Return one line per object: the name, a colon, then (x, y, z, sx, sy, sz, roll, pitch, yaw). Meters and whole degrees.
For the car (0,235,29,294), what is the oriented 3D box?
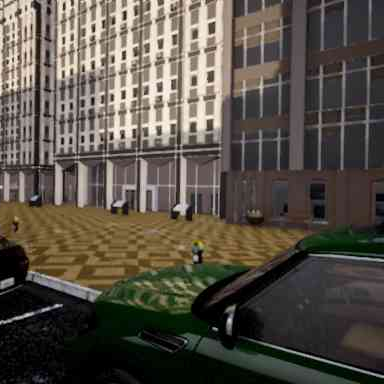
car: (-5.636, 1.300, 6.443, 4.892, 1.490, 1.837, 2, 1, 13)

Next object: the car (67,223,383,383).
car: (1.512, 1.228, 2.309, 5.566, 2.045, 2.150, 2, 1, 35)
